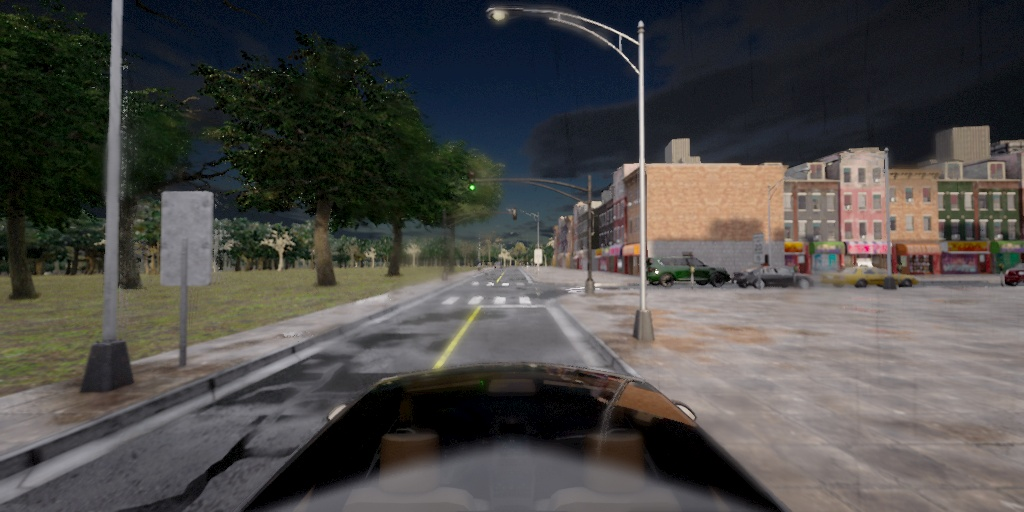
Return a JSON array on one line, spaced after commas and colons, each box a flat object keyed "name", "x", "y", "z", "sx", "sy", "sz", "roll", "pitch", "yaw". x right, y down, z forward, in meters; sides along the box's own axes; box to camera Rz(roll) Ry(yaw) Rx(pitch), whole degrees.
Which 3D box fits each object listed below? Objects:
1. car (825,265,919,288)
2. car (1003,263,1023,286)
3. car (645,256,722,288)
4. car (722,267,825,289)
[{"name": "car", "x": 21.375, "y": 1.221, "z": 21.465, "sx": 4.829, "sy": 1.417, "sz": 1.751, "roll": 0, "pitch": 0, "yaw": 0}, {"name": "car", "x": 32.553, "y": 1.053, "z": 21.510, "sx": 4.097, "sy": 1.591, "sz": 1.967, "roll": 0, "pitch": 0, "yaw": 0}, {"name": "car", "x": 11.493, "y": 1.054, "z": 24.084, "sx": 5.566, "sy": 2.045, "sz": 2.150, "roll": 0, "pitch": -1, "yaw": 0}, {"name": "car", "x": 15.531, "y": 1.291, "z": 21.441, "sx": 4.403, "sy": 1.370, "sz": 2.007, "roll": 0, "pitch": 0, "yaw": 0}]
